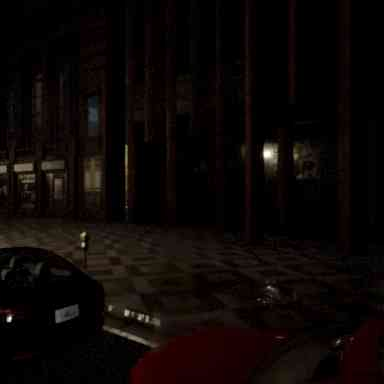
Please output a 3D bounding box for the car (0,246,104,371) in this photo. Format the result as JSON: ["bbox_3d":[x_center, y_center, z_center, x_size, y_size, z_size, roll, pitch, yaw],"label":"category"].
[{"bbox_3d":[-3.264,1.571,5.410,4.313,1.339,1.947,0,0,36],"label":"car"}]

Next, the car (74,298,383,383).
[{"bbox_3d":[1.325,1.582,2.135,4.206,1.307,1.802,0,0,36],"label":"car"}]
